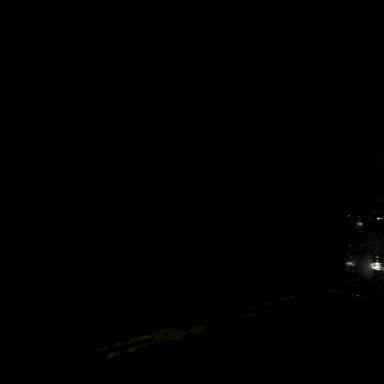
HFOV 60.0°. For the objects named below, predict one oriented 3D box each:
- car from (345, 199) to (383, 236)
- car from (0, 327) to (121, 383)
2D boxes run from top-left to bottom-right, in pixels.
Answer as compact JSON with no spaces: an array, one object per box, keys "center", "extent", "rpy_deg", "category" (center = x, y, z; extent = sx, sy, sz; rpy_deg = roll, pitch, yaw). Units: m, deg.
[{"center":[11.483,1.427,19.870],"extent":[5.566,2.045,2.150],"rpy_deg":[1,0,-36],"category":"car"},{"center":[-2.753,1.464,1.475],"extent":[5.008,1.535,1.882],"rpy_deg":[1,0,-36],"category":"car"}]
